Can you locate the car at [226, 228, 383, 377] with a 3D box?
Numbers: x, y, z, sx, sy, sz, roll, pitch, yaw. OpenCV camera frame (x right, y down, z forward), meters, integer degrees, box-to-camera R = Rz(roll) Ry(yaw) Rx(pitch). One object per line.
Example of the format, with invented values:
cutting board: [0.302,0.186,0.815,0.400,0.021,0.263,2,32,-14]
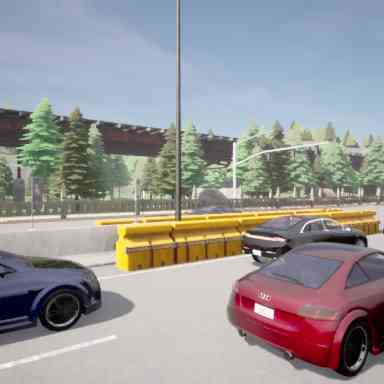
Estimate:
car: [2.603,1.564,5.616,4.181,1.385,1.994,0,0,-35]

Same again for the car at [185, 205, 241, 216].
car: [1.472,1.564,22.255,4.181,1.385,1.994,0,0,-36]

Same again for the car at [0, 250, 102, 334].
car: [-3.664,1.564,5.429,4.181,1.385,1.994,0,0,-36]

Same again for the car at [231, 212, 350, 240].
car: [3.796,1.491,10.762,4.902,1.511,2.128,0,0,-36]
